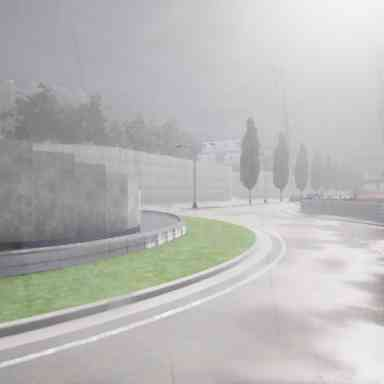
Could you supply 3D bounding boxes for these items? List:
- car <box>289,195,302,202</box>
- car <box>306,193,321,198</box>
[{"bbox_3d":[21.203,1.319,67.634,1.994,1.385,4.181,0,0,33],"label":"car"},{"bbox_3d":[23.932,1.269,65.409,2.150,2.045,5.566,0,0,33],"label":"car"}]
